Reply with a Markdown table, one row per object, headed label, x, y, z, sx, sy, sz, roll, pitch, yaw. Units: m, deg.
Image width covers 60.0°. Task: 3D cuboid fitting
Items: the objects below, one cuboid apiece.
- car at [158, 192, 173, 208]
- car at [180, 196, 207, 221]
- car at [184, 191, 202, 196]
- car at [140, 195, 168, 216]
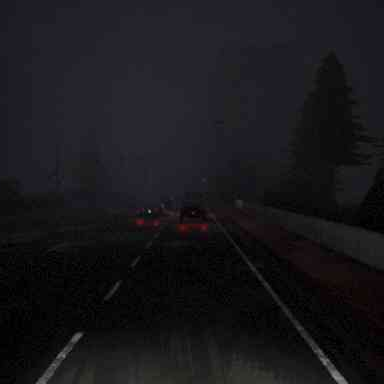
| label | x | y | z | sx | sy | sz | roll | pitch | yaw |
| --- | --- | --- | --- | --- | --- | --- | --- | --- | --- |
| car | -3.412 | 1.166 | 41.204 | 1.882 | 1.535 | 5.008 | 0 | 1 | 0 |
| car | 0.092 | 1.289 | 25.114 | 1.882 | 1.535 | 5.008 | 0 | 0 | 0 |
| car | 0.104 | 0.957 | 35.297 | 2.150 | 2.045 | 5.566 | 0 | 0 | 0 |
| car | -3.422 | 1.307 | 29.139 | 1.812 | 1.442 | 4.674 | 0 | 1 | 0 |
